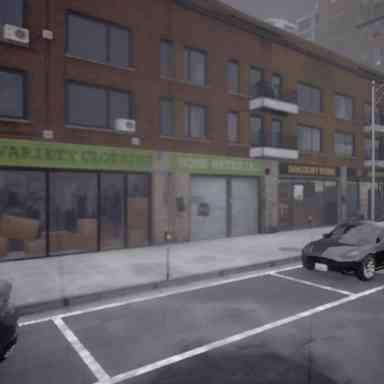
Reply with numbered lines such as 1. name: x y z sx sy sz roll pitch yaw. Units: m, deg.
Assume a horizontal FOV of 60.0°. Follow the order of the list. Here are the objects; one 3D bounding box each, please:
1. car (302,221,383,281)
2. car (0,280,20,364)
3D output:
1. car: 5.099 1.559 9.824 4.313 1.339 1.947 0 0 -35
2. car: -4.154 1.552 3.225 4.403 1.369 2.008 0 0 -35
